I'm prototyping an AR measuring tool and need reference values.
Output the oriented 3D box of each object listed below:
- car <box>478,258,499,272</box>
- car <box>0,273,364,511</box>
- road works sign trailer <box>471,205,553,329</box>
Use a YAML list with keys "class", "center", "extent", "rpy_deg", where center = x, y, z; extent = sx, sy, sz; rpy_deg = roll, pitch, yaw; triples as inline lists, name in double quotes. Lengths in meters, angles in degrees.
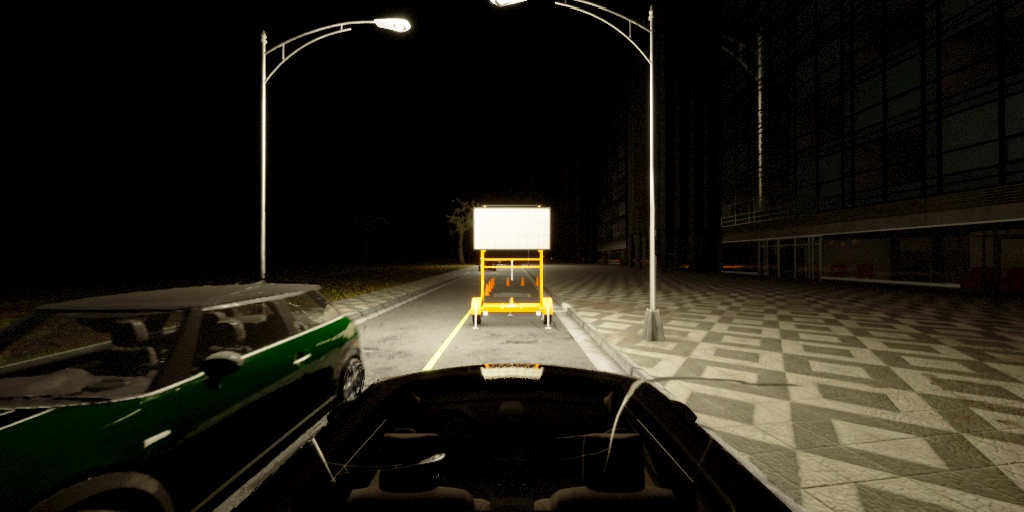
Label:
- class: "car"
  center: [-3.092, 1.117, 45.066]
  extent: [2.097, 1.767, 4.553]
  rpy_deg: [0, 0, 0]
- class: "car"
  center: [-3.100, 1.102, 3.063]
  extent: [2.097, 1.767, 4.553]
  rpy_deg: [0, 0, 0]
- class: "road works sign trailer"
  center: [0.001, 0.216, 11.229]
  extent: [2.380, 3.560, 2.880]
  rpy_deg: [0, 0, 0]
